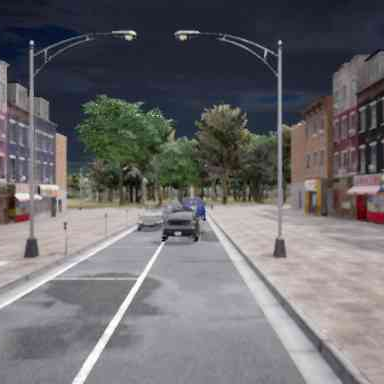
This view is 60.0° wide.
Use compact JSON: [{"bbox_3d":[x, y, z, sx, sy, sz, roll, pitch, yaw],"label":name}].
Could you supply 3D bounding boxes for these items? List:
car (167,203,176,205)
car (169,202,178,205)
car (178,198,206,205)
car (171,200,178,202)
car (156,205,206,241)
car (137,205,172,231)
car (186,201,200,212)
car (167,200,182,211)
[{"bbox_3d":[-2.624,1.869,27.996,1.947,1.339,4.313,-1,-1,0],"label":"car"},{"bbox_3d":[-2.620,1.945,33.430,1.802,1.307,4.206,-1,-1,0],"label":"car"},{"bbox_3d":[0.115,1.558,30.826,2.150,2.045,5.566,0,0,0],"label":"car"},{"bbox_3d":[-2.612,2.049,44.300,1.947,1.339,4.313,-1,-1,0],"label":"car"},{"bbox_3d":[-0.416,1.695,17.764,1.837,1.490,4.892,0,-1,6],"label":"car"},{"bbox_3d":[-2.629,1.794,22.562,2.008,1.369,4.403,-1,-1,0],"label":"car"},{"bbox_3d":[0.100,2.037,48.875,1.837,1.490,4.892,0,-1,-1],"label":"car"},{"bbox_3d":[-2.609,1.984,49.736,1.967,1.590,4.097,-1,-1,0],"label":"car"}]
